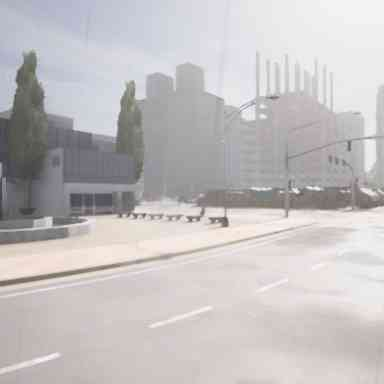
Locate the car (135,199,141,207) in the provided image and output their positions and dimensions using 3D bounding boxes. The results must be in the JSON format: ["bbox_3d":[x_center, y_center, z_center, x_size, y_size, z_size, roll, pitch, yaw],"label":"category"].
[{"bbox_3d":[-11.436,1.939,60.693,4.902,1.511,2.128,-1,-1,41],"label":"car"}]

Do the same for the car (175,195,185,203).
[{"bbox_3d":[-1.403,1.693,76.158,1.905,1.878,3.866,0,-1,38],"label":"car"}]

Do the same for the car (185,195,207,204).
[{"bbox_3d":[0.854,1.915,74.343,1.970,1.475,3.806,0,-1,38],"label":"car"}]
